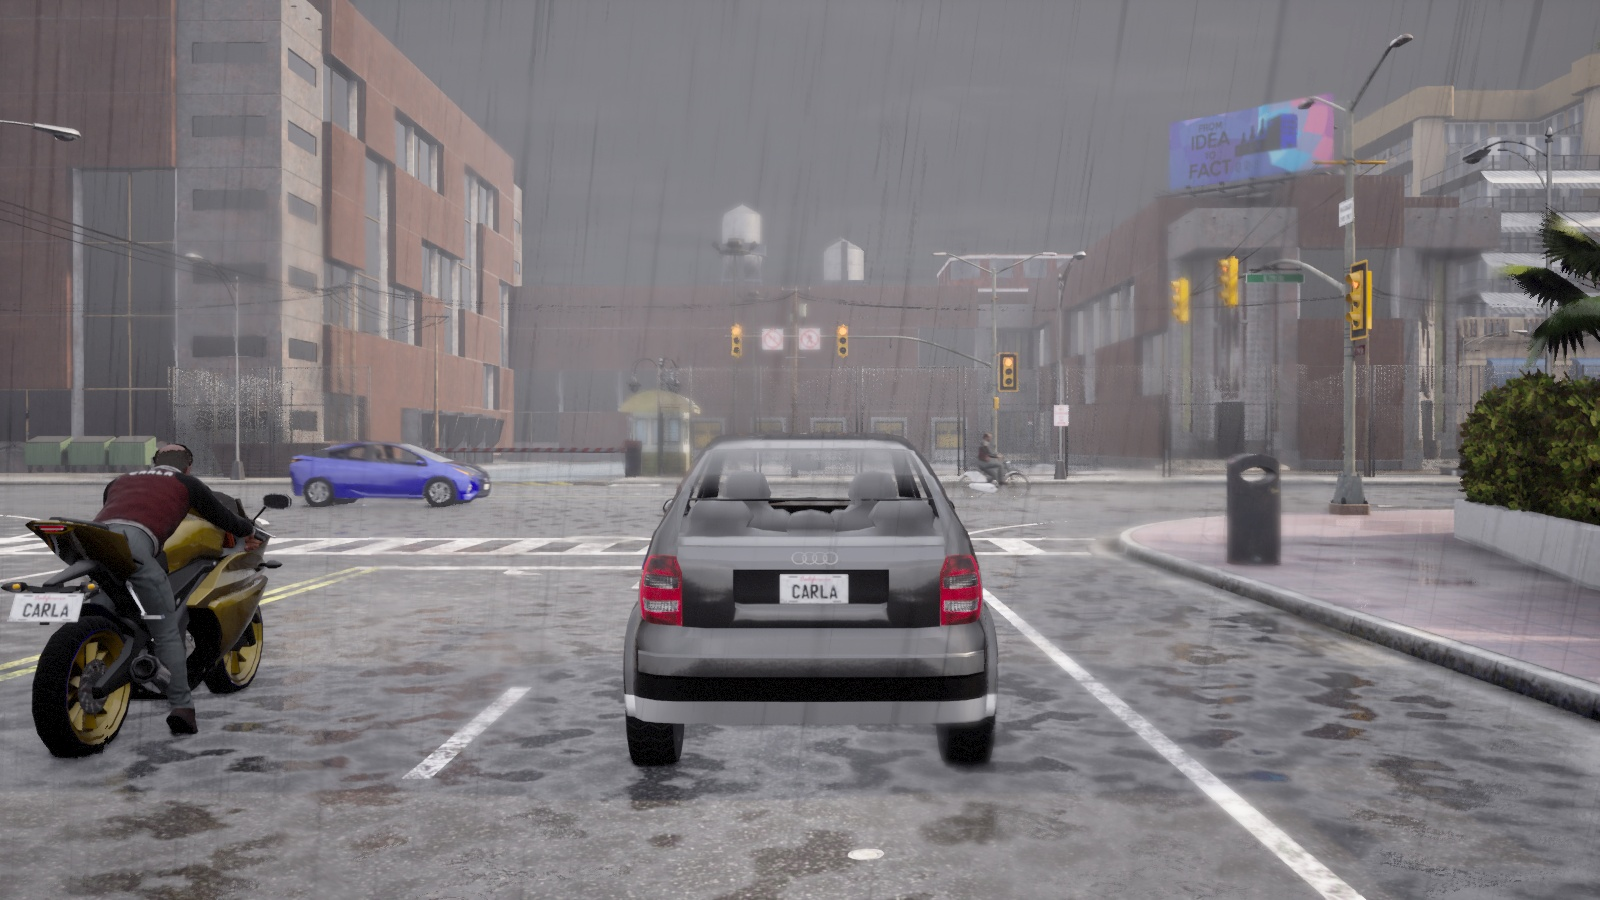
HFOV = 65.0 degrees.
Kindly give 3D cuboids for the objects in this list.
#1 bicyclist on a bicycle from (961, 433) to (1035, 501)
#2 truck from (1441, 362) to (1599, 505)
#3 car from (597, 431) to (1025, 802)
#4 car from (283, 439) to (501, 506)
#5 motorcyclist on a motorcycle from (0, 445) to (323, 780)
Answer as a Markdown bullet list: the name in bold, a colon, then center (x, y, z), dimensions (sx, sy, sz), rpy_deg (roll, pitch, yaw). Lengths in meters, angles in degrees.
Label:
- **bicyclist on a bicycle**: center (5.205, 0.434, 33.091), dimensions (1.843, 1.776, 0.659), rpy_deg (0, 0, 1)
- **truck**: center (20.830, -0.397, 31.554), dimensions (7.936, 3.462, 2.891), rpy_deg (0, 0, 13)
- **car**: center (0.051, 0.685, 7.106), dimensions (1.789, 1.549, 3.705), rpy_deg (0, 0, 0)
- **car**: center (-9.598, 0.517, 29.790), dimensions (4.514, 1.525, 2.007), rpy_deg (0, 0, 1)
- **motorcyclist on a motorcycle**: center (-3.454, 0.740, 6.842), dimensions (0.866, 1.530, 2.191), rpy_deg (0, 0, 0)
